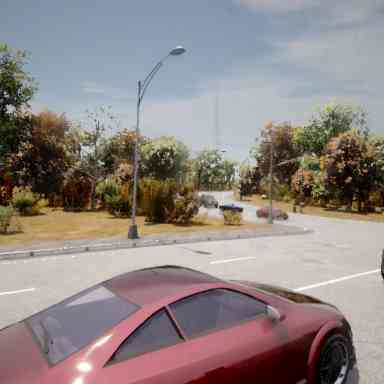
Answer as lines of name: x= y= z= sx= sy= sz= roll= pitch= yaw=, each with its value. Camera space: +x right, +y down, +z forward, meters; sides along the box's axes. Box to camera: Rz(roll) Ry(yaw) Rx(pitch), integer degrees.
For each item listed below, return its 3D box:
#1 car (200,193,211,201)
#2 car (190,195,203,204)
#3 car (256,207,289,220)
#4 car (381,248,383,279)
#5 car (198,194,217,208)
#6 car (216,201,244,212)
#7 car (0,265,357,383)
car: x=3.200 y=1.132 z=78.711 sx=2.128 sy=1.511 sz=4.902 roll=2 pitch=2 yaw=-1
car: x=0.850 y=1.417 z=66.936 sx=1.837 sy=1.490 sz=4.892 roll=2 pitch=2 yaw=-8
car: x=9.030 y=2.357 z=37.635 sx=1.994 sy=1.385 sz=4.181 roll=3 pitch=-1 yaw=-22
car: x=7.017 y=1.488 z=8.798 sx=4.553 sy=1.767 sz=2.097 roll=2 pitch=-1 yaw=-35
car: x=2.806 y=1.559 z=56.694 sx=2.150 sy=2.045 sz=5.566 roll=3 pitch=2 yaw=-13
car: x=5.513 y=2.250 z=46.913 sx=1.895 sy=1.301 sz=4.718 roll=3 pitch=0 yaw=-18
car: x=-0.005 y=1.572 z=3.744 sx=4.181 sy=1.385 sz=1.994 roll=0 pitch=0 yaw=-36
